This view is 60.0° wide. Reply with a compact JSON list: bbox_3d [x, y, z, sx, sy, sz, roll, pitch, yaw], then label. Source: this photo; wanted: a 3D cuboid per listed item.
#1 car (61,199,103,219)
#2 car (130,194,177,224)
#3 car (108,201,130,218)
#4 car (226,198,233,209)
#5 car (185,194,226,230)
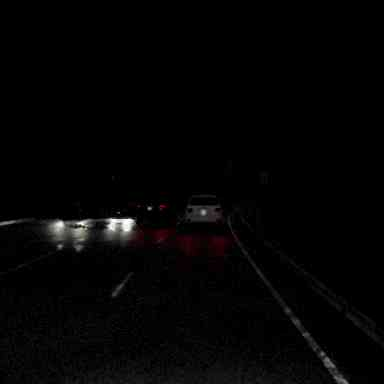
[{"bbox_3d":[-9.198,1.380,28.164,1.882,1.535,5.008,0,0,7],"label":"car"},{"bbox_3d":[-2.464,1.146,23.897,2.150,2.045,5.566,0,0,5],"label":"car"},{"bbox_3d":[-5.627,1.469,28.565,1.994,1.385,4.181,0,0,7],"label":"car"},{"bbox_3d":[3.982,1.421,41.936,2.033,1.411,5.357,0,0,13],"label":"car"},{"bbox_3d":[0.820,1.158,20.847,2.150,2.045,5.566,0,0,4],"label":"car"}]
